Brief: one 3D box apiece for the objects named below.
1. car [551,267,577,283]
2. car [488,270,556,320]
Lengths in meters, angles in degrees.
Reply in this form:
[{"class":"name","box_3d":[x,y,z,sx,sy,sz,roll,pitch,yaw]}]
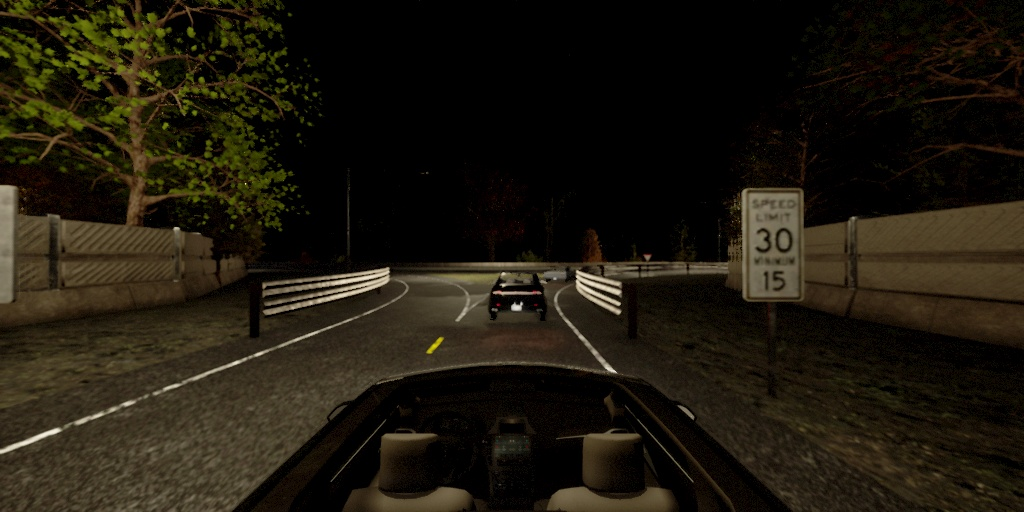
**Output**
[{"class":"car","box_3d":[4.399,1.566,30.952,1.895,1.301,4.718,0,0,24]},{"class":"car","box_3d":[0.259,1.325,12.996,2.128,1.511,4.902,0,0,3]}]
